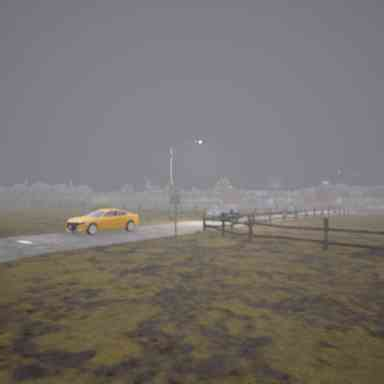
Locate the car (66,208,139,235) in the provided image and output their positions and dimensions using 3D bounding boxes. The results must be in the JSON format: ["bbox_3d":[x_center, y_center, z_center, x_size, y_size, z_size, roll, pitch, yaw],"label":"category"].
[{"bbox_3d":[-5.646,1.825,21.443,1.882,1.535,5.008,-1,-2,35],"label":"car"}]

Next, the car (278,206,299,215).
[{"bbox_3d":[14.377,2.755,49.446,1.994,1.385,4.181,-1,-2,35],"label":"car"}]

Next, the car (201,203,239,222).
[{"bbox_3d":[2.868,2.047,33.420,2.097,1.767,4.553,-1,-2,35],"label":"car"}]
